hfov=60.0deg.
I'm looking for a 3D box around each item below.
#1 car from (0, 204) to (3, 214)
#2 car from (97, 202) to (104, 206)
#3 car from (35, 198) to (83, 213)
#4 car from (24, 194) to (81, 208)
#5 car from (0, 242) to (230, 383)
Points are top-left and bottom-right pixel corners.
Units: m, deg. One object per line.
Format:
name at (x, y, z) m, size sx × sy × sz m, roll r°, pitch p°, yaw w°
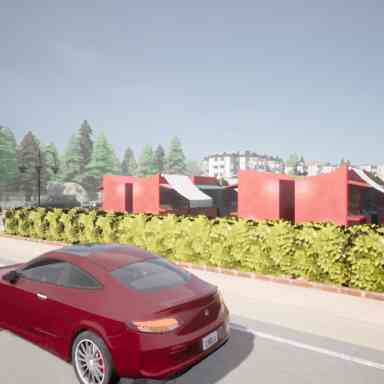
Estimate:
car at (-20.748, 1.407, 31.727) m, size 2.097 × 1.767 × 4.553 m, roll 0°, pitch 0°, yaw 36°
car at (-8.169, 1.533, 36.723) m, size 1.882 × 1.535 × 5.008 m, roll 0°, pitch 0°, yaw 36°
car at (-15.478, 1.533, 38.927) m, size 1.882 × 1.535 × 5.008 m, roll 0°, pitch 0°, yaw 36°
car at (-14.477, 1.277, 34.375) m, size 2.150 × 2.045 × 5.566 m, roll 0°, pitch 0°, yaw 36°
car at (-1.649, 1.526, 5.171) m, size 4.674 × 1.442 × 1.812 m, roll 0°, pitch 0°, yaw 36°
